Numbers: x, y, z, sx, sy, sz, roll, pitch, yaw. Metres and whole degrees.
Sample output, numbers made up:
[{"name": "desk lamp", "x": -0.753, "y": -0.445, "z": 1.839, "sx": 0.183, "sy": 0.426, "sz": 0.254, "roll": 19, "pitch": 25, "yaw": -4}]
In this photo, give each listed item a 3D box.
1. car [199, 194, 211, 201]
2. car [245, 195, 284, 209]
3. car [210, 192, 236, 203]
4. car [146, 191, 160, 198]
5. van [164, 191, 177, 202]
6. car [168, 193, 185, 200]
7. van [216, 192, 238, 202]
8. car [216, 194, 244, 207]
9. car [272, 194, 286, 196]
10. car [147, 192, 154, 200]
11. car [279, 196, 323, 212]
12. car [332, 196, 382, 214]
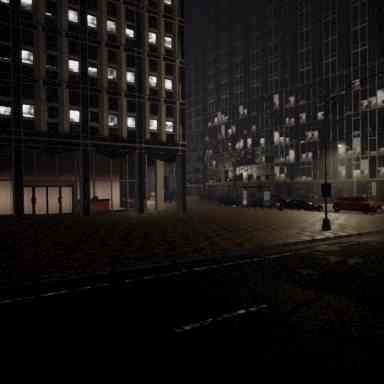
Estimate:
[{"name": "car", "x": 3.059, "y": 1.043, "z": 64.471, "sx": 1.802, "sy": 1.307, "sz": 4.206, "roll": 0, "pitch": 1, "yaw": -34}, {"name": "car", "x": 8.928, "y": 1.387, "z": 40.927, "sx": 1.802, "sy": 1.307, "sz": 4.206, "roll": 0, "pitch": 1, "yaw": -34}, {"name": "car", "x": 5.439, "y": 1.175, "z": 50.783, "sx": 1.837, "sy": 1.490, "sz": 4.892, "roll": -1, "pitch": 1, "yaw": -34}, {"name": "car", "x": -9.812, "y": 0.686, "z": 83.209, "sx": 1.967, "sy": 1.590, "sz": 4.097, "roll": 0, "pitch": 1, "yaw": -34}, {"name": "van", "x": -3.849, "y": 0.937, "z": 59.725, "sx": 1.690, "sy": 1.788, "sz": 3.998, "roll": 0, "pitch": 1, "yaw": -34}, {"name": "car", "x": -3.376, "y": 0.935, "z": 73.842, "sx": 1.802, "sy": 1.307, "sz": 4.206, "roll": 0, "pitch": 1, "yaw": -34}, {"name": "van", "x": 6.276, "y": 0.855, "z": 59.783, "sx": 1.690, "sy": 1.788, "sz": 3.998, "roll": 0, "pitch": 1, "yaw": -34}, {"name": "car", "x": 5.759, "y": 1.319, "z": 45.644, "sx": 1.947, "sy": 1.339, "sz": 4.313, "roll": 0, "pitch": 1, "yaw": -34}, {"name": "car", "x": 11.296, "y": 1.117, "z": 42.234, "sx": 2.097, "sy": 1.767, "sz": 4.553, "roll": -1, "pitch": 1, "yaw": -34}, {"name": "car", "x": -10.285, "y": 1.039, "z": 69.098, "sx": 2.008, "sy": 1.369, "sz": 4.403, "roll": 0, "pitch": 1, "yaw": -34}, {"name": "car", "x": 12.132, "y": 1.423, "z": 36.230, "sx": 1.947, "sy": 1.339, "sz": 4.313, "roll": 0, "pitch": 1, "yaw": -34}, {"name": "car", "x": 16.892, "y": 1.206, "z": 34.084, "sx": 2.097, "sy": 1.767, "sz": 4.553, "roll": -1, "pitch": 1, "yaw": -35}]
